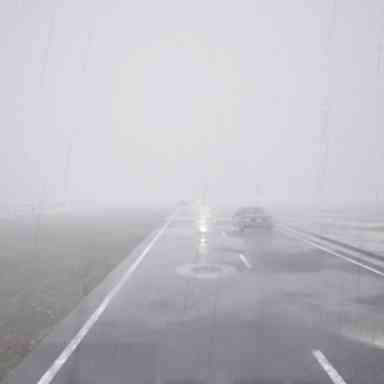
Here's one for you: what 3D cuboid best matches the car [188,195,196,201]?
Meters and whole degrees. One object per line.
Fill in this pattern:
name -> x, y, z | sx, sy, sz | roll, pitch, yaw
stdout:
car -> -0.048, 1.592, 85.229 | 2.128, 1.511, 4.902 | 0, 0, 0

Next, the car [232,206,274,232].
car -> 3.588, 1.574, 20.305 | 2.033, 1.411, 5.357 | 0, 0, 0

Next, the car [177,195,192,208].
car -> -1.253, 1.611, 50.322 | 1.812, 1.442, 4.674 | 0, 0, 0

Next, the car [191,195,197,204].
car -> -0.038, 1.734, 67.546 | 1.895, 1.301, 4.718 | 0, 0, 0
